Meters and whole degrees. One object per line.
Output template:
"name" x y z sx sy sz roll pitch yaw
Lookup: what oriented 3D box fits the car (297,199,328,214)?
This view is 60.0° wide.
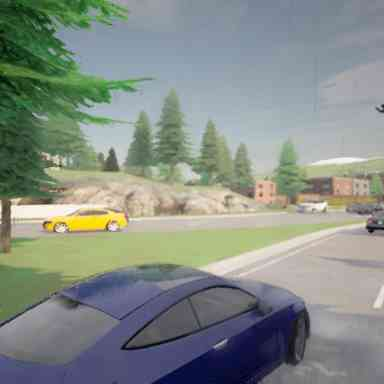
"car" 16.815 1.963 46.253 5.566 2.045 2.150 1 -1 -42

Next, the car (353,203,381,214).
"car" 22.573 2.214 42.025 4.892 1.490 1.837 2 -2 -42

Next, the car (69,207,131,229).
"car" -6.918 1.891 24.946 4.181 1.385 1.994 1 -1 -27

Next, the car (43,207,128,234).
"car" -6.702 1.752 21.139 5.008 1.535 1.882 1 -1 -26

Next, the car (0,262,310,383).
"car" -0.230 1.582 3.849 1.812 1.442 4.674 1 -1 40

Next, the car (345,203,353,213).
"car" 23.831 2.288 47.895 4.902 1.511 2.128 1 -1 -42

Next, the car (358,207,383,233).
"car" 12.864 1.916 21.517 2.033 1.411 5.357 -1 -1 43
